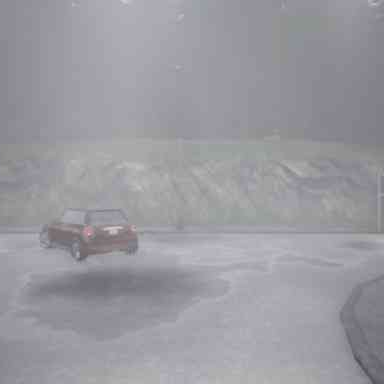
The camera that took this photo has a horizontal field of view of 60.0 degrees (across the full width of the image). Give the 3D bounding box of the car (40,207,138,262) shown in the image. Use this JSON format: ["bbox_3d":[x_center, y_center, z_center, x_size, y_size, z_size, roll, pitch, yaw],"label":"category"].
[{"bbox_3d":[-3.948,1.319,12.386,2.097,1.767,4.553,-1,0,-41],"label":"car"}]
